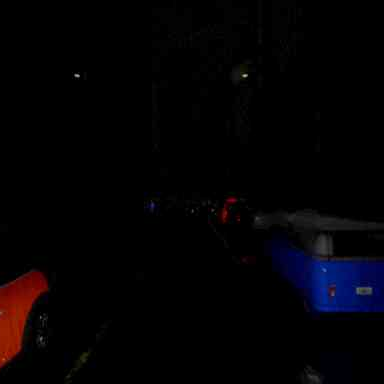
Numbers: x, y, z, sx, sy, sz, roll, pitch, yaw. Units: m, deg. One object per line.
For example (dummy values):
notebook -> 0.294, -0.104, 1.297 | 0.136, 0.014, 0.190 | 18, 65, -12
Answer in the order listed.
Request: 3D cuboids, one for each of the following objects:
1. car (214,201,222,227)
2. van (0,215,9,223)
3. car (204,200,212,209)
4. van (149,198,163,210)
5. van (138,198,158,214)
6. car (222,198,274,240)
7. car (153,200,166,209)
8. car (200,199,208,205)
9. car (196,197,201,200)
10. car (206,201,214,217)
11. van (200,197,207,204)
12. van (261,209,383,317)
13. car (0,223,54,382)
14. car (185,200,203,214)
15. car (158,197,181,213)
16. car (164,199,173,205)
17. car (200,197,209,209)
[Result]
car -> 3.121, 1.490, 25.206 | 2.150, 2.045, 5.566 | 0, -1, 0
van -> -5.670, 1.421, 7.365 | 1.690, 1.788, 3.998 | 0, -1, 0
car -> 2.876, 1.988, 41.256 | 2.008, 1.369, 4.403 | 0, -1, 0
van -> -5.644, 1.896, 52.554 | 1.690, 1.788, 3.998 | 0, -1, 0
van -> -5.650, 1.778, 41.256 | 1.690, 1.788, 3.998 | 0, -1, 0
car -> 3.116, 1.424, 18.206 | 2.150, 2.045, 5.566 | 0, -1, 0
car -> -5.639, 2.138, 58.030 | 1.752, 1.417, 4.829 | 0, -1, 0
car -> 2.899, 2.399, 80.793 | 1.887, 1.381, 4.507 | 0, -1, 0
car -> 0.066, 2.078, 54.254 | 1.837, 1.490, 4.892 | 0, -1, 0
car -> 2.873, 1.929, 35.607 | 2.008, 1.369, 4.403 | 0, -1, 0
van -> 2.901, 2.256, 86.444 | 1.690, 1.788, 3.998 | 0, -1, 0
van -> 2.855, 1.422, 7.368 | 1.690, 1.788, 3.998 | 0, -1, 0
car -> -3.098, 1.386, 3.020 | 2.097, 1.767, 4.553 | 0, -1, 0
car -> 0.090, 2.050, 42.449 | 1.895, 1.301, 4.718 | 0, -1, 0
car -> -3.064, 1.692, 44.817 | 2.150, 2.045, 5.566 | 0, 0, 0
car -> -5.626, 2.420, 80.794 | 1.947, 1.339, 4.313 | 0, -1, 0
car -> 2.885, 2.055, 58.202 | 1.967, 1.590, 4.097 | 0, -1, 0
